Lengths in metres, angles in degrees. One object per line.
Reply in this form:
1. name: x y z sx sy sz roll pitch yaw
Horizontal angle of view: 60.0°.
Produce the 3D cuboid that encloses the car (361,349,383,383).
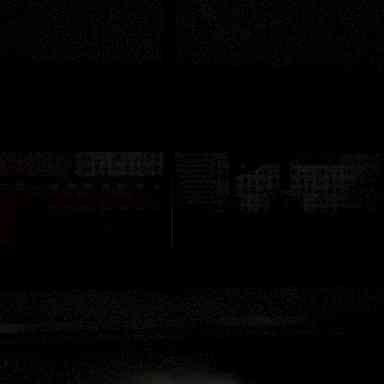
1. car: 3.960 1.675 2.745 4.892 1.490 1.837 1 -2 -5
